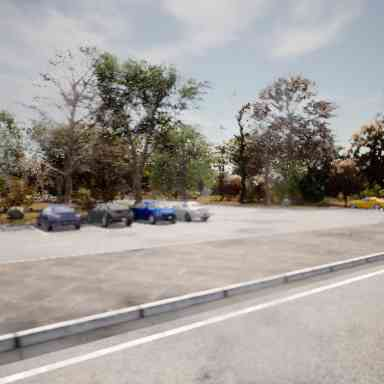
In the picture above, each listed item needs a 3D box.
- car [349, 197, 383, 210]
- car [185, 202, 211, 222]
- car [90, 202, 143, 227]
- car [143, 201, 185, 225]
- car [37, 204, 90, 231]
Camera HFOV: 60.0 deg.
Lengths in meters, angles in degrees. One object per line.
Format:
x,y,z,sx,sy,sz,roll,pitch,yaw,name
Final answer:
22.830,1.462,42.811,2.097,1.535,5.008,0,0,-35,car
-0.366,1.493,26.278,2.002,1.452,4.674,0,0,-35,car
-5.593,1.454,22.547,2.231,1.521,4.892,0,0,-35,car
-2.934,1.453,24.456,2.097,1.535,5.008,0,0,-35,car
-8.262,1.492,20.647,2.002,1.452,4.674,0,0,-35,car
